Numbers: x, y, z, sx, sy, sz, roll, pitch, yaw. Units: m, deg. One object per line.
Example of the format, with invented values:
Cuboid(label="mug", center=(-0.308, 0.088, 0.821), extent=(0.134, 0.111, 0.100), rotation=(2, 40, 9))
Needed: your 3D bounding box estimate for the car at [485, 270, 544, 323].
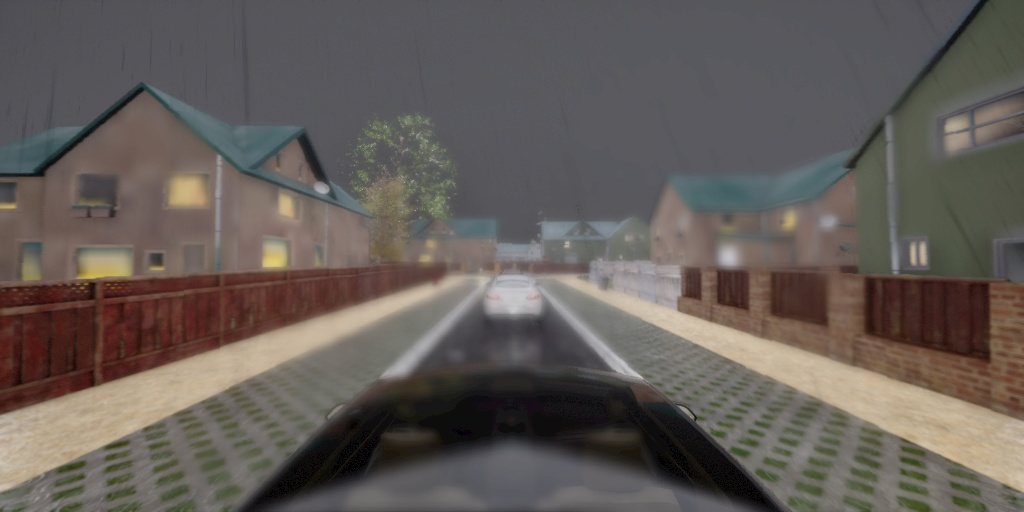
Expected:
Cuboid(label="car", center=(0.091, 1.388, 12.619), extent=(1.812, 1.442, 4.674), rotation=(0, 0, 0))
